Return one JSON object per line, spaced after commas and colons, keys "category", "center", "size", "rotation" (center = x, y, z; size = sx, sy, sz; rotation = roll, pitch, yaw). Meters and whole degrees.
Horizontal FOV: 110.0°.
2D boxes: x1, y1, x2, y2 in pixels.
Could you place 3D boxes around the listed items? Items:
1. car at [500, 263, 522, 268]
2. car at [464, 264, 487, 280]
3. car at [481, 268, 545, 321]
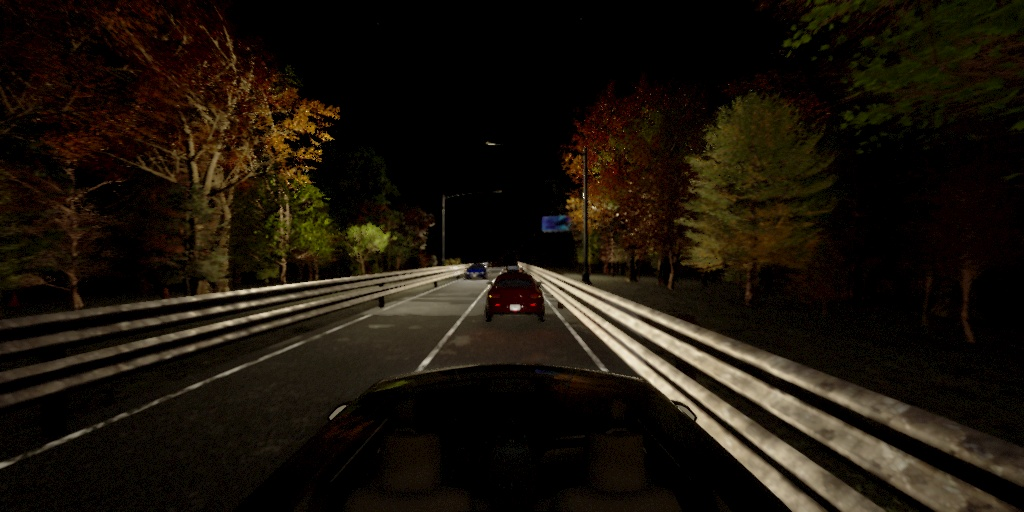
{"category": "car", "center": [0.091, 1.554, 34.789], "size": [1.994, 1.385, 4.181], "rotation": [0, -1, 0]}
{"category": "car", "center": [-3.351, 1.512, 34.403], "size": [1.812, 1.442, 4.674], "rotation": [0, -1, 0]}
{"category": "car", "center": [0.094, 1.312, 12.522], "size": [1.812, 1.442, 4.674], "rotation": [0, 0, 0]}
